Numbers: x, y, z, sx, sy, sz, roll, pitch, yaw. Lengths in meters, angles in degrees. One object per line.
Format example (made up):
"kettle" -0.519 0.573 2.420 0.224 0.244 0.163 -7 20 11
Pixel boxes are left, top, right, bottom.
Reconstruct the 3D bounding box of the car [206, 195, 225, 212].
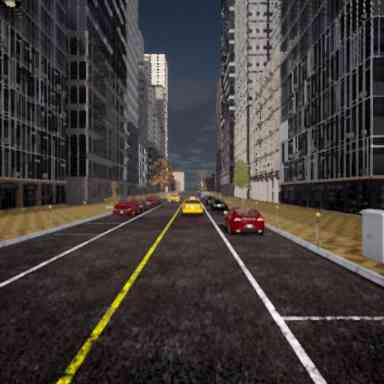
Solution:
"car" 2.687 1.335 34.856 1.947 1.339 4.313 0 0 0

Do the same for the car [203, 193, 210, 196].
"car" 2.685 1.253 46.240 1.947 1.339 4.313 0 0 0

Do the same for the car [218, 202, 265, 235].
"car" 2.689 1.432 17.780 1.887 1.381 4.507 0 0 0

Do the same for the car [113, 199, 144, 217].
"car" -5.693 1.354 29.169 1.887 1.381 4.507 0 0 0

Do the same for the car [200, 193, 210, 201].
"car" 2.683 0.955 69.008 1.967 1.590 4.097 0 0 0

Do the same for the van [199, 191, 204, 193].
"van" 2.684 0.900 63.316 1.690 1.788 3.998 0 0 0

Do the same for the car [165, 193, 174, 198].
"car" -5.701 0.928 86.095 2.008 1.369 4.403 0 0 0

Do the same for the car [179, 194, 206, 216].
"car" 0.064 1.257 30.265 1.801 1.575 5.366 0 0 0

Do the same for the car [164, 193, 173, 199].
"car" -5.700 0.950 80.232 1.752 1.417 4.829 0 0 0

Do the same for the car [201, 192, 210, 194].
"car" 2.684 1.168 57.624 1.947 1.339 4.313 0 0 0

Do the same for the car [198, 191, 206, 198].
"car" 2.681 0.645 91.775 2.192 1.841 5.009 0 0 0

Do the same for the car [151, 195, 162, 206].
"car" -5.695 1.232 46.247 1.887 1.381 4.507 0 0 0

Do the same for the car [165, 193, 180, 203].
"car" -3.065 1.083 57.236 1.882 1.535 5.008 0 0 0

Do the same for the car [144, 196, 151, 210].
"car" -5.694 1.351 34.863 1.802 1.307 4.206 0 0 0
